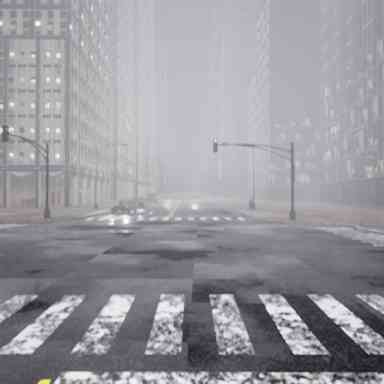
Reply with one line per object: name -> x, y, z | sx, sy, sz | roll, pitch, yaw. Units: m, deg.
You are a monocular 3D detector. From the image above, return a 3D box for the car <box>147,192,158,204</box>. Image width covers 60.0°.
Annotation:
car -> -7.365, 1.086, 60.589 | 2.150, 2.045, 5.566 | 0, 0, 0

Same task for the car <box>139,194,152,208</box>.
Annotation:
car -> -7.181, 1.394, 45.130 | 2.128, 1.511, 4.902 | 0, 0, -1

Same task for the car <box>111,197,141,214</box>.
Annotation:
car -> -7.042, 1.527, 34.873 | 1.895, 1.301, 4.718 | 0, 0, 2
